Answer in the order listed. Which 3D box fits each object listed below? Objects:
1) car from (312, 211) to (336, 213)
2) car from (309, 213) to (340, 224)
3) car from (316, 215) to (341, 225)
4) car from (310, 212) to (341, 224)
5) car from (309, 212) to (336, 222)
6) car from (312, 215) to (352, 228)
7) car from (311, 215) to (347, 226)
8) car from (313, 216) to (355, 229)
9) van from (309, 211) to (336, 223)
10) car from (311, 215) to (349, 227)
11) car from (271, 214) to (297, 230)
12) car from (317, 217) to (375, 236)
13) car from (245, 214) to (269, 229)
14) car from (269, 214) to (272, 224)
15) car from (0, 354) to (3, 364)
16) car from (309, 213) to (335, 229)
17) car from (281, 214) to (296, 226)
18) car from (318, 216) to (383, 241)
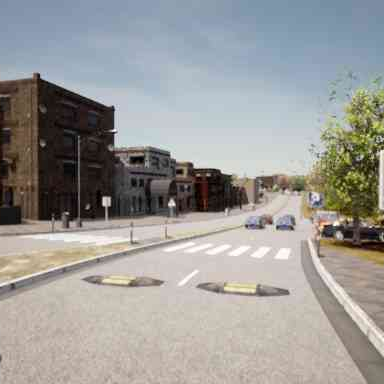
[{"bbox_3d":[16.879,3.507,39.224,4.553,1.767,2.185,0,-3,18],"label":"car"},{"bbox_3d":[22.873,4.552,57.530,4.892,1.521,2.231,0,-2,18],"label":"car"},{"bbox_3d":[12.639,2.867,26.141,5.008,1.535,2.097,0,-3,18],"label":"car"},{"bbox_3d":[22.037,4.312,55.047,4.553,1.767,2.185,0,-2,18],"label":"car"},{"bbox_3d":[24.617,4.651,62.759,4.553,1.767,2.185,0,-2,18],"label":"car"},{"bbox_3d":[18.614,3.951,44.443,4.674,1.452,2.002,0,-3,18],"label":"car"},{"bbox_3d":[20.346,4.207,49.668,4.792,1.488,2.163,0,-3,18],"label":"car"},{"bbox_3d":[17.757,3.812,41.830,4.674,1.452,2.002,0,-3,18],"label":"car"},{"bbox_3d":[23.626,4.441,60.193,4.442,1.987,1.878,0,-2,18],"label":"van"},{"bbox_3d":[19.438,4.078,47.073,4.792,1.488,2.163,0,-3,18],"label":"car"},{"bbox_3d":[10.422,3.449,37.192,2.033,1.411,5.357,0,-3,18],"label":"car"},{"bbox_3d":[14.375,3.213,31.353,4.792,1.488,2.163,0,-3,18],"label":"car"},{"bbox_3d":[7.204,3.404,37.806,2.033,1.411,5.357,0,-3,18],"label":"car"},{"bbox_3d":[10.985,4.009,49.342,1.812,1.442,4.674,0,-3,19],"label":"car"},{"bbox_3d":[-3.192,1.528,1.133,2.033,1.411,5.357,0,0,6],"label":"car"},{"bbox_3d":[15.026,3.331,34.041,5.366,1.575,1.946,0,-3,18],"label":"car"},{"bbox_3d":[14.081,4.010,48.363,1.837,1.490,4.892,0,-3,18],"label":"car"},{"bbox_3d":[11.786,2.708,23.526,4.892,1.521,2.231,0,-3,18],"label":"car"}]
